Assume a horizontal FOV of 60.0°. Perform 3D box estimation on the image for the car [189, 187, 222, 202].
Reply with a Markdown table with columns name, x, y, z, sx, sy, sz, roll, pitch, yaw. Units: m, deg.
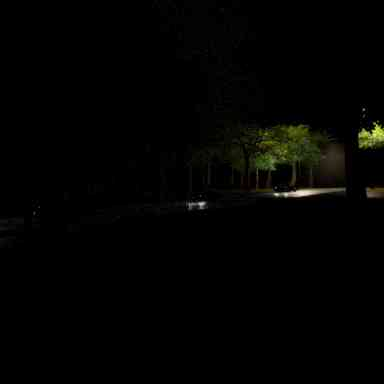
| name | x | y | z | sx | sy | sz | roll | pitch | yaw |
| --- | --- | --- | --- | --- | --- | --- | --- | --- | --- |
| car | 1.562 | 0.241 | 36.787 | 1.812 | 1.442 | 4.674 | -1 | 2 | 38 |

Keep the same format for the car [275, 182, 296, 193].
| name | x | y | z | sx | sy | sz | roll | pitch | yaw |
| --- | --- | --- | --- | --- | --- | --- | --- | --- | --- |
| car | 15.260 | -0.759 | 54.445 | 2.097 | 1.767 | 4.553 | -1 | 2 | 38 |

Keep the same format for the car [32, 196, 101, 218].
| name | x | y | z | sx | sy | sz | roll | pitch | yaw |
| --- | --- | --- | --- | --- | --- | --- | --- | --- | --- |
| car | -8.941 | 0.985 | 23.432 | 1.895 | 1.301 | 4.718 | -1 | 2 | 40 |
